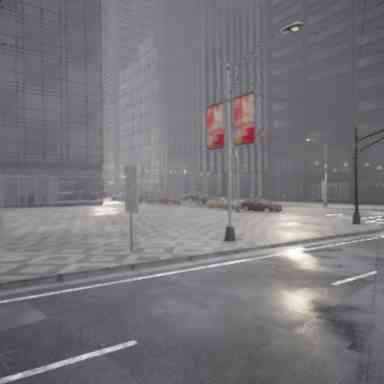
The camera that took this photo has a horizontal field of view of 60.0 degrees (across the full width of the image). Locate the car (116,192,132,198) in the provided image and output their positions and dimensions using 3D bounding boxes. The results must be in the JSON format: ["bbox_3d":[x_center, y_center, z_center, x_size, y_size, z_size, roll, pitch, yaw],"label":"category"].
[{"bbox_3d":[-16.002,0.716,78.385,1.887,1.381,4.507,0,1,-36],"label":"car"}]

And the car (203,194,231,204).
[{"bbox_3d":[3.764,1.063,51.033,1.947,1.339,4.313,0,1,-36],"label":"car"}]

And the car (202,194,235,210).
[{"bbox_3d":[3.541,1.252,36.786,1.752,1.417,4.829,-1,1,-36],"label":"car"}]

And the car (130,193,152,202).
[{"bbox_3d":[-9.144,0.947,59.206,1.882,1.535,5.008,-1,1,-36],"label":"car"}]

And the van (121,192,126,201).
[{"bbox_3d":[-9.736,0.868,55.159,1.690,1.788,3.998,0,1,-36],"label":"van"}]

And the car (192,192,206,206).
[{"bbox_3d":[2.612,1.130,42.782,2.128,1.511,4.902,-1,1,-36],"label":"car"}]

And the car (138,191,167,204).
[{"bbox_3d":[-6.442,0.894,50.599,2.192,1.841,5.009,0,1,-36],"label":"car"}]

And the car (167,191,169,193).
[{"bbox_3d":[-6.119,0.656,64.707,2.192,1.841,5.009,0,1,-36],"label":"car"}]

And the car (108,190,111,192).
[{"bbox_3d":[-22.590,0.370,87.499,2.192,1.841,5.009,0,1,-36],"label":"car"}]

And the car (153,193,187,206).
[{"bbox_3d":[-3.147,1.174,46.042,1.887,1.381,4.507,0,1,-36],"label":"car"}]

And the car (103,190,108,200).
[{"bbox_3d":[-19.619,0.800,68.836,1.967,1.590,4.097,0,1,-36],"label":"car"}]

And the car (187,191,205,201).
[{"bbox_3d":[0.470,0.762,55.589,2.192,1.841,5.009,0,1,-36],"label":"car"}]

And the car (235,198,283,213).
[{"bbox_3d":[6.736,1.316,32.365,1.887,1.381,4.507,-1,1,-36],"label":"car"}]

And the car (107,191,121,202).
[{"bbox_3d":[-13.031,1.024,59.720,2.008,1.369,4.403,0,1,-36],"label":"car"}]
